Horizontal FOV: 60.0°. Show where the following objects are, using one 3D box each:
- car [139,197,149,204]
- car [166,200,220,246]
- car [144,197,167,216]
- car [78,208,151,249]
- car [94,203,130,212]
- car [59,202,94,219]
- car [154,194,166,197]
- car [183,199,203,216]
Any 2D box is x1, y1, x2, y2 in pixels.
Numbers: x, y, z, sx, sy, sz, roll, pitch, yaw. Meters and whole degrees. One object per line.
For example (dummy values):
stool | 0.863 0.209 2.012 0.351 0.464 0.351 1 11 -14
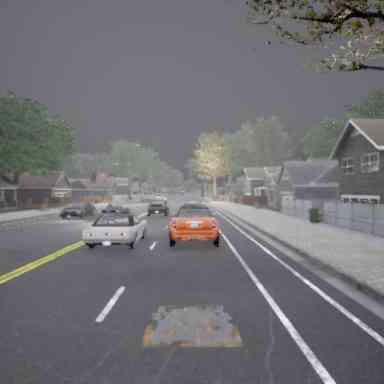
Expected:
car | -9.781 1.725 69.563 1.895 1.301 4.718 0 0 0
car | 0.092 1.358 15.520 2.097 1.767 4.553 0 0 0
car | -3.165 1.539 32.339 1.837 1.490 4.892 0 0 0
car | -3.157 1.606 14.555 1.895 1.301 4.718 0 0 0
car | -6.611 1.627 28.587 1.895 1.301 4.718 0 0 0
car | -9.862 1.575 29.303 2.033 1.411 5.357 0 0 0
car | -6.531 1.354 69.149 2.150 2.045 5.566 0 0 0
car | 0.087 1.513 33.808 1.882 1.535 5.008 0 0 0
